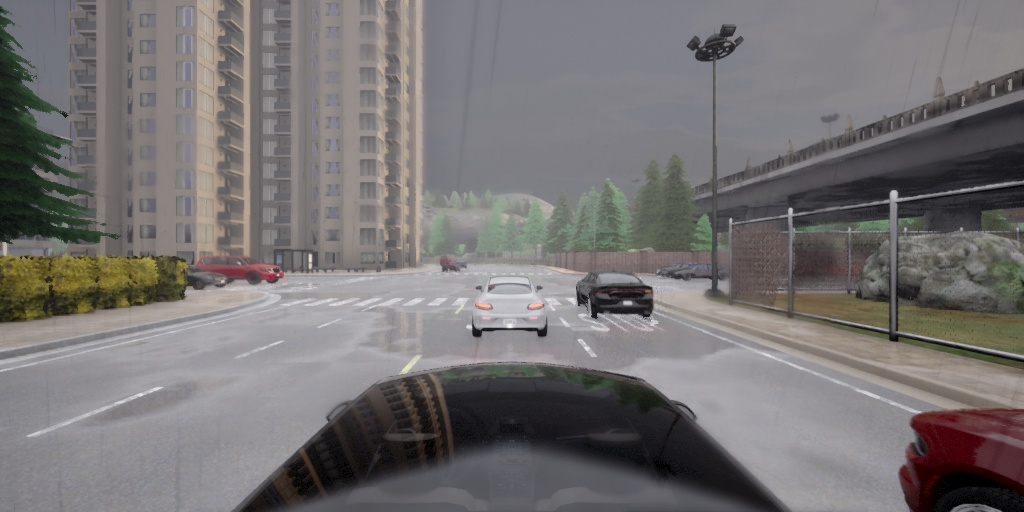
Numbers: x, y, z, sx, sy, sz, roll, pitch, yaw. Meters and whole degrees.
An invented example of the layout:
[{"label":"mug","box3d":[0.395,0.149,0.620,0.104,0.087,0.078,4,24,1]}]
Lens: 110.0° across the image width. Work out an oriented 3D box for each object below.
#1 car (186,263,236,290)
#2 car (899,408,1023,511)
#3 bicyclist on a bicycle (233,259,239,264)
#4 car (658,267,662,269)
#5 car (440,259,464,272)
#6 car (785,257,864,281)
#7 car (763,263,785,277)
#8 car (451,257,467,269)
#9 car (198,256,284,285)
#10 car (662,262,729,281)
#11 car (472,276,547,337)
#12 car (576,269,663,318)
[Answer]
[{"label":"car","box3d":[-20.449,1.331,22.423,4.674,1.442,1.812,0,0,-1]},{"label":"car","box3d":[3.582,1.228,0.306,1.882,1.535,5.008,0,0,-1]},{"label":"bicyclist on a bicycle","box3d":[-29.112,1.106,37.787,0.582,1.620,1.656,0,0,-1]},{"label":"car","box3d":[16.083,1.297,33.590,4.902,1.511,2.128,0,0,-1]},{"label":"car","box3d":[-7.783,1.351,46.106,1.895,1.301,4.718,0,0,-1]},{"label":"car","box3d":[26.790,1.026,30.228,5.566,2.045,2.150,0,0,-1]},{"label":"car","box3d":[26.021,1.369,33.715,4.181,1.385,1.994,0,0,0]},{"label":"car","box3d":[-8.166,1.297,57.553,2.033,1.411,5.357,0,0,-4]},{"label":"car","box3d":[-19.707,1.027,25.925,5.566,2.045,2.150,0,0,-1]},{"label":"car","box3d":[15.915,1.353,30.088,5.357,1.411,2.033,0,0,-1]},{"label":"car","box3d":[-0.074,1.276,10.161,1.812,1.442,4.674,0,0,-1]},{"label":"car","box3d":[3.515,1.227,13.017,1.882,1.535,5.008,0,0,2]}]
